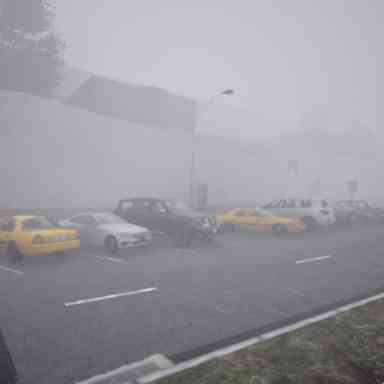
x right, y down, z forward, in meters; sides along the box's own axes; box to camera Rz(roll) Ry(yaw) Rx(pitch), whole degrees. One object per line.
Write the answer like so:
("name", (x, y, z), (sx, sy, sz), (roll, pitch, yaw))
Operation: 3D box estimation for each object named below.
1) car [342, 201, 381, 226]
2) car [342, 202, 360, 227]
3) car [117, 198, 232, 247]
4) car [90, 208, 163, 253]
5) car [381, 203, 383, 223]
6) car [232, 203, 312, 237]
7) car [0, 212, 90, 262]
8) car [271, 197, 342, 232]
("car", (10.905, 1.637, 24.343), (4.674, 1.452, 2.002), (-1, -1, 35))
("car", (8.428, 1.626, 22.606), (4.792, 1.488, 2.163), (-1, -1, 35))
("car", (-1.298, 1.310, 15.613), (5.566, 2.045, 2.435), (-1, -1, 35))
("car", (-3.774, 1.576, 13.881), (4.674, 1.452, 2.002), (-1, -1, 34))
("car", (13.321, 1.461, 26.102), (4.553, 1.767, 2.185), (-1, -1, 35))
("car", (3.717, 1.583, 19.005), (5.366, 1.575, 1.946), (-1, -1, 34))
("car", (-6.374, 1.509, 12.234), (5.366, 1.575, 1.946), (-1, -1, 35))
("car", (5.985, 1.344, 20.868), (5.566, 2.045, 2.435), (-1, -1, 34))
